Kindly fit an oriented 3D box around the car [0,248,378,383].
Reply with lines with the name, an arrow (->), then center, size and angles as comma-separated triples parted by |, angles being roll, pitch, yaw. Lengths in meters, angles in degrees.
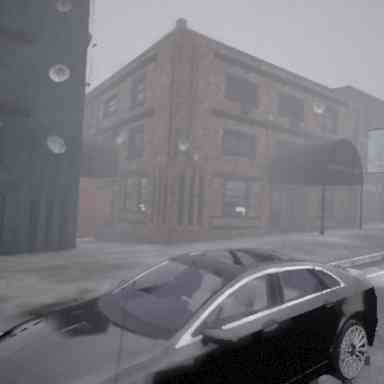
car -> 0.273, 1.495, 3.879 | 4.902, 1.511, 2.128 | 0, 0, -36
